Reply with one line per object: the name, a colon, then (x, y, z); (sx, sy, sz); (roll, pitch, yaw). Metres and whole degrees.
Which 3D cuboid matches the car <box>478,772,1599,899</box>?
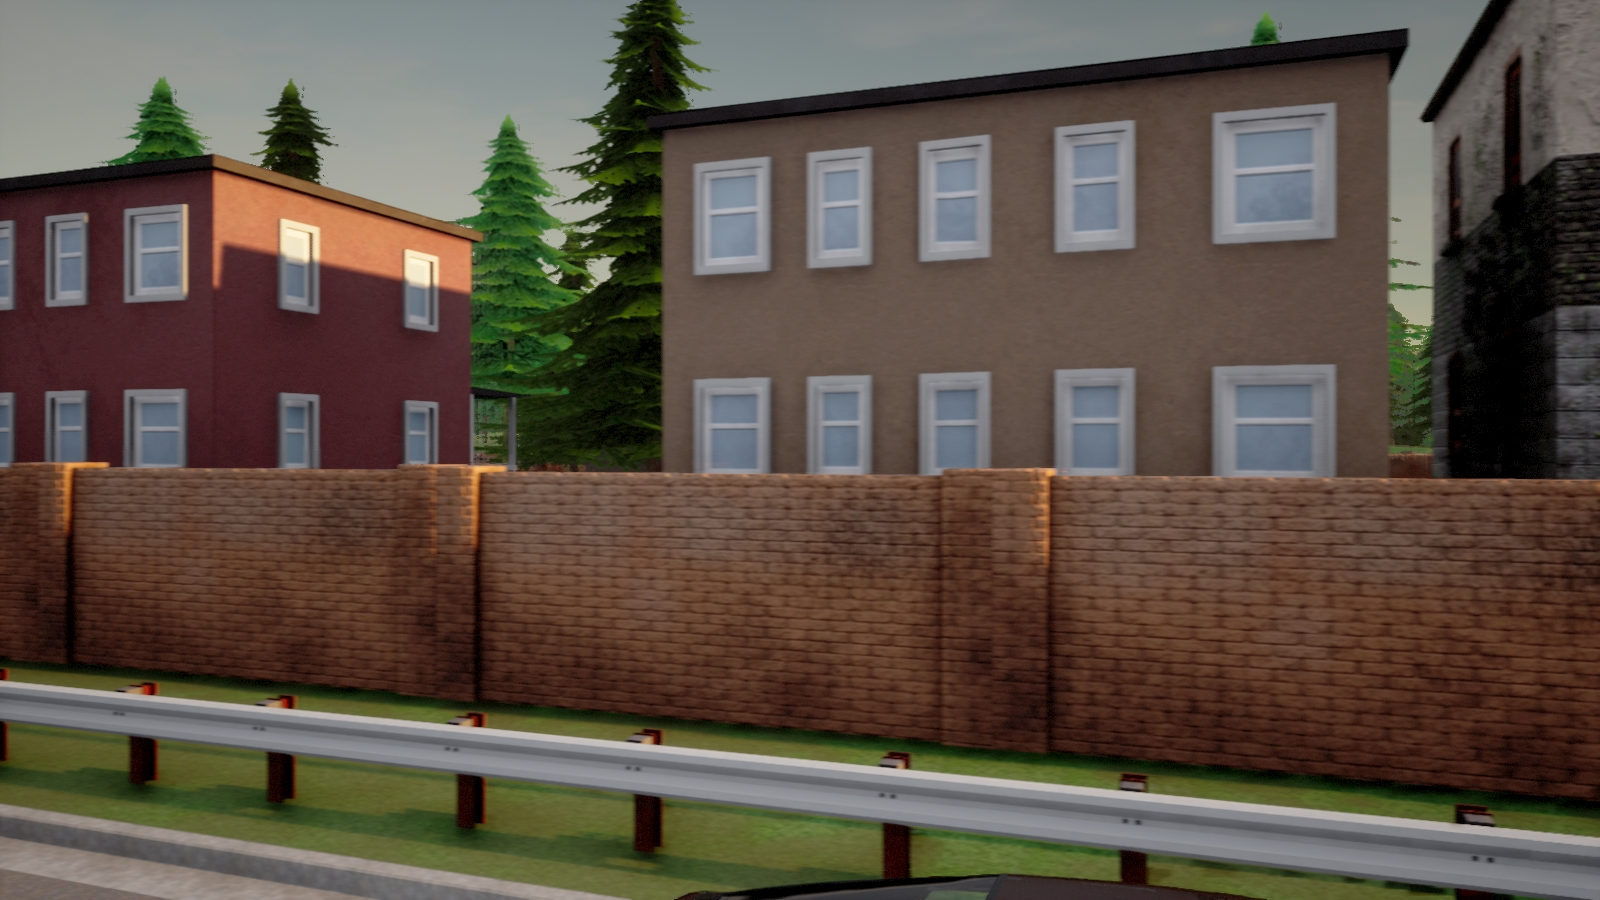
car: (1.334, 2.039, 2.814); (4.514, 1.525, 2.007); (0, 0, 20)
